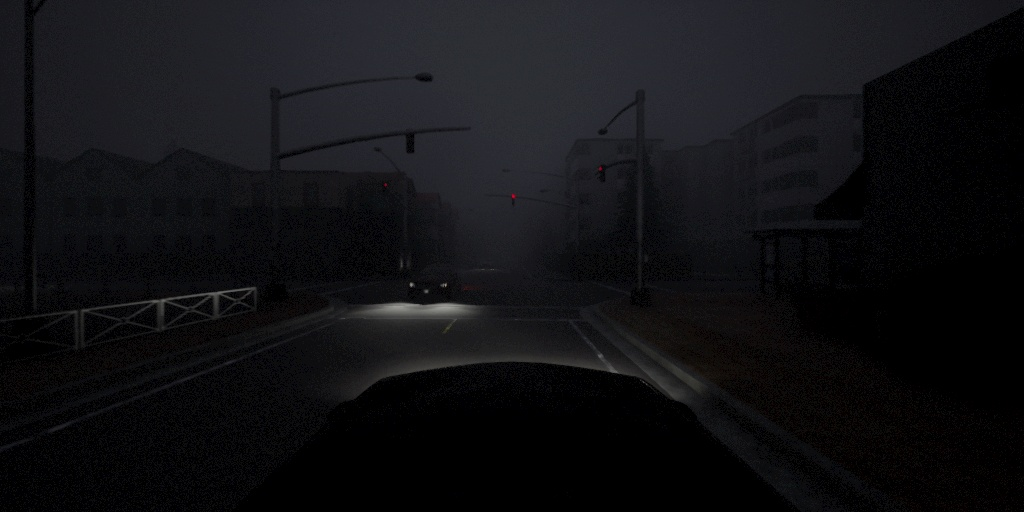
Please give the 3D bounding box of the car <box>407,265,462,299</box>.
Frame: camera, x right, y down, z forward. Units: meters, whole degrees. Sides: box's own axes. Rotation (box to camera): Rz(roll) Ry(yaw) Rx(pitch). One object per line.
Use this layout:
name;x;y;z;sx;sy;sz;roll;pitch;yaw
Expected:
car;-3.479;1.150;16.895;1.812;1.442;4.674;1;0;0

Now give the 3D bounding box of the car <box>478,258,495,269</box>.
car;-3.499;1.038;50.089;1.812;1.442;4.674;0;0;0
